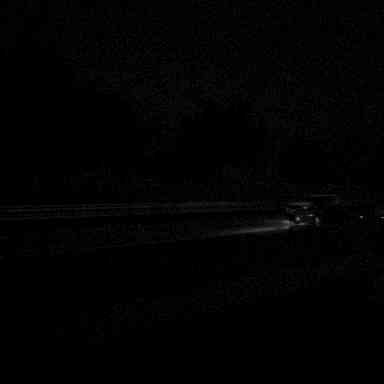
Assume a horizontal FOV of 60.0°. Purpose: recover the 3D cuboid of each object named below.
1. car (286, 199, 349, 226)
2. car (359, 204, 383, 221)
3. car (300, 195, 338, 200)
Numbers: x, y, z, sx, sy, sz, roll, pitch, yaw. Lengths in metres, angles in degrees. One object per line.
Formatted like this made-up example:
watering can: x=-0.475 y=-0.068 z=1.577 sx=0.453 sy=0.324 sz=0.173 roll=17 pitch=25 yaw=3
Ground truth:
car: x=8.956 y=1.499 z=23.220 sx=4.902 sy=1.511 sz=2.128 roll=0 pitch=0 yaw=-35
car: x=12.760 y=1.536 z=21.620 sx=4.674 sy=1.442 sz=1.812 roll=0 pitch=0 yaw=-35
car: x=10.579 y=1.238 z=28.638 sx=5.566 sy=2.045 sz=2.150 roll=1 pitch=0 yaw=-35
